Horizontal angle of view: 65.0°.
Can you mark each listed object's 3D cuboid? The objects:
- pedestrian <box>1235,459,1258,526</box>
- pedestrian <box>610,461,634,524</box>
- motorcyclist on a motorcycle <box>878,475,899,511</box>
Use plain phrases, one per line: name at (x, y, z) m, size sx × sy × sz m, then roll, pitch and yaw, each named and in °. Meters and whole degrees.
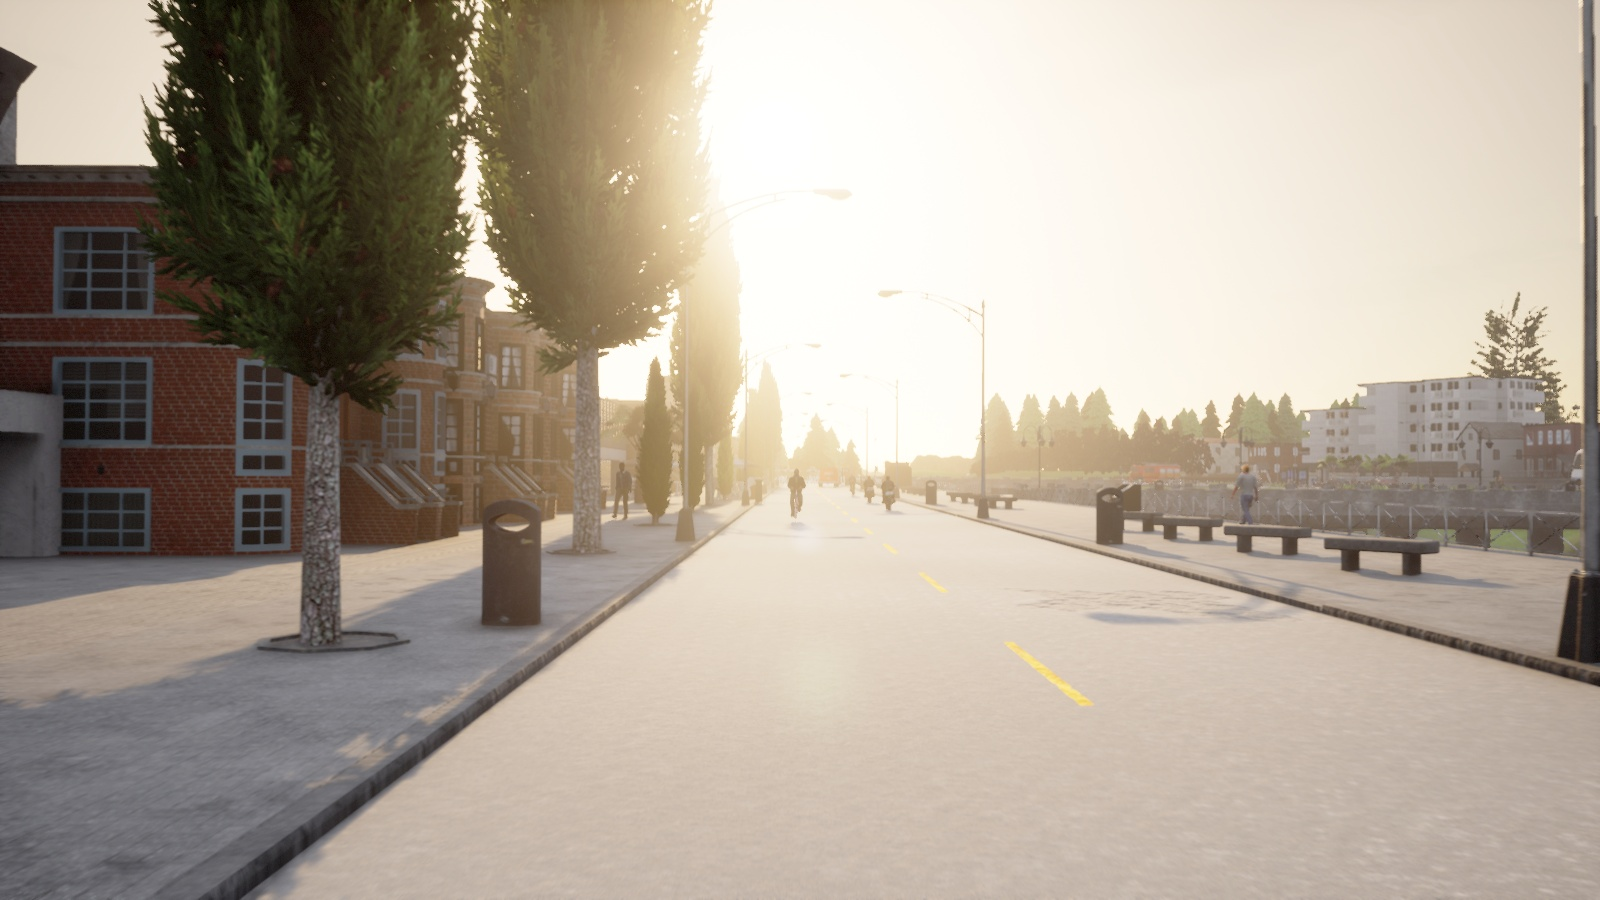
pedestrian at (12.290, 1.167, 34.590) m, size 0.354 × 1.836 × 0.706 m, roll 0°, pitch -1°, yaw -2°
pedestrian at (-5.566, 1.332, 39.289) m, size 0.423 × 1.949 × 0.788 m, roll -1°, pitch -1°, yaw 22°
motorcyclist on a motorcycle at (3.856, 1.876, 54.885) m, size 0.797 × 1.523 × 2.044 m, roll 0°, pitch -1°, yaw 0°
